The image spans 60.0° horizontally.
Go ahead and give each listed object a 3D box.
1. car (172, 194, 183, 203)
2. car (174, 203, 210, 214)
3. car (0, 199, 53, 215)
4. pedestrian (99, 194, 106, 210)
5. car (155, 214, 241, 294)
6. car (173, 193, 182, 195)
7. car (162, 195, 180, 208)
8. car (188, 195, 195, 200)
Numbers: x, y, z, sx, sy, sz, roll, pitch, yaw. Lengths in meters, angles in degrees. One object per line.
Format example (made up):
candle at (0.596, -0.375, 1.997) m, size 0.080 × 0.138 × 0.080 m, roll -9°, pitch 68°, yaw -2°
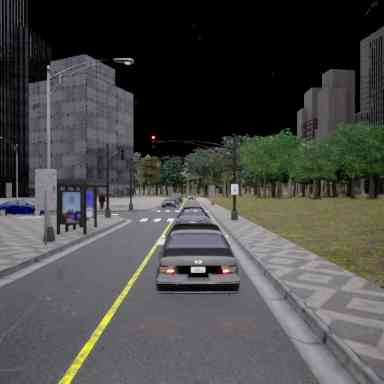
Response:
car at (-3.121, 1.499, 56.777) m, size 1.994 × 1.385 × 4.181 m, roll 0°, pitch 0°, yaw 0°
car at (0.071, 1.554, 19.195) m, size 1.994 × 1.385 × 4.181 m, roll 0°, pitch 0°, yaw 0°
car at (-15.658, 1.426, 31.157) m, size 5.008 × 1.535 × 1.882 m, roll 0°, pitch 1°, yaw 0°
pedestrian at (-10.108, 1.050, 37.262) m, size 0.375 × 1.860 × 0.375 m, roll 0°, pitch 0°, yaw 1°
car at (0.094, 1.544, 8.916) m, size 2.033 × 1.411 × 5.357 m, roll 0°, pitch 0°, yaw -1°
car at (-3.082, 1.136, 68.039) m, size 2.150 × 2.045 × 5.566 m, roll 0°, pitch 0°, yaw 0°
car at (-3.129, 1.516, 46.861) m, size 1.994 × 1.385 × 4.181 m, roll 0°, pitch 0°, yaw 0°
car at (-0.153, 1.468, 86.392) m, size 1.895 × 1.301 × 4.718 m, roll 0°, pitch 0°, yaw 0°
